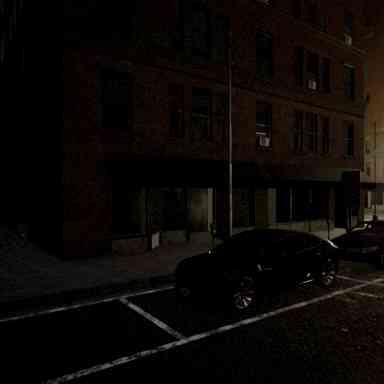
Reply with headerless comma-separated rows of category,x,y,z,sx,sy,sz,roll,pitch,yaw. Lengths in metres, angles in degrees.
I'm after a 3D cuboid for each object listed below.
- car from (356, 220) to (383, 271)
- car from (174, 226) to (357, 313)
car,6.135,1.582,10.876,4.206,1.307,1.802,0,0,-35
car,1.648,1.566,7.693,4.313,1.339,1.947,0,0,-35
